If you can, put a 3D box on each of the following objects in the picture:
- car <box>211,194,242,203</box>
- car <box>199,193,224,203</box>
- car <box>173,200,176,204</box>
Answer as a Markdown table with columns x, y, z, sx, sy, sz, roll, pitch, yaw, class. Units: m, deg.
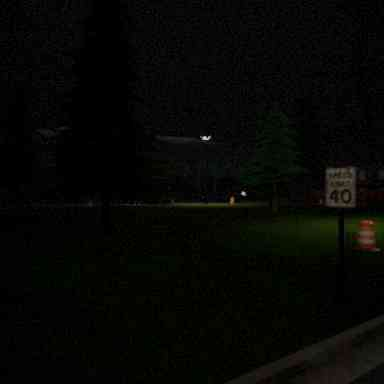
| x | y | z | sx | sy | sz | roll | pitch | yaw | class |
| --- | --- | --- | --- | --- | --- | --- | --- | --- | --- |
| 7.155 | 1.563 | 66.144 | 5.357 | 1.411 | 2.033 | 0 | 0 | -9 | car |
| 4.204 | 1.234 | 69.009 | 5.566 | 2.045 | 2.150 | 0 | 0 | -20 | car |
| -4.846 | 1.575 | 58.884 | 4.181 | 1.385 | 1.994 | 0 | 0 | -36 | car |
